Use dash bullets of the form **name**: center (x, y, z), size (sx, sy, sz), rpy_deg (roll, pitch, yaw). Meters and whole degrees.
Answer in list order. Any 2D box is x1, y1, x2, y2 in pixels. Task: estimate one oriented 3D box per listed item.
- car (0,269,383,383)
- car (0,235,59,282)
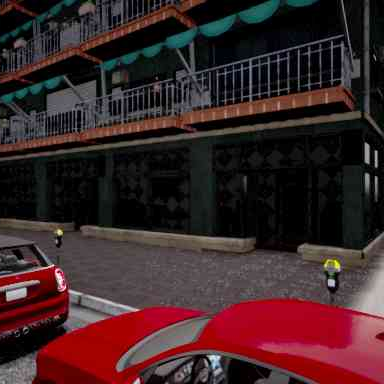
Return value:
- **car**: center (0.592, 1.545, 2.455), size (4.507, 1.381, 1.887), rpy_deg (0, 0, 35)
- **car**: center (-4.000, 1.440, 5.725), size (4.097, 1.590, 1.967), rpy_deg (0, 0, 35)
